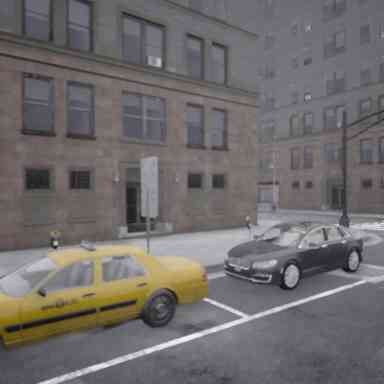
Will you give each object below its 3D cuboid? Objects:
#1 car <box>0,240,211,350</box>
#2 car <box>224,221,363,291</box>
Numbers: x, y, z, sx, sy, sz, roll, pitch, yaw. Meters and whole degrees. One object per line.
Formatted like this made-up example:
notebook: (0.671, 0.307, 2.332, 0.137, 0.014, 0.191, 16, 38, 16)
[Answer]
car: (-1.937, 1.512, 5.384, 4.829, 1.417, 1.752, -1, 0, -36)
car: (2.815, 1.485, 8.774, 4.403, 1.369, 2.008, -1, 0, -36)
